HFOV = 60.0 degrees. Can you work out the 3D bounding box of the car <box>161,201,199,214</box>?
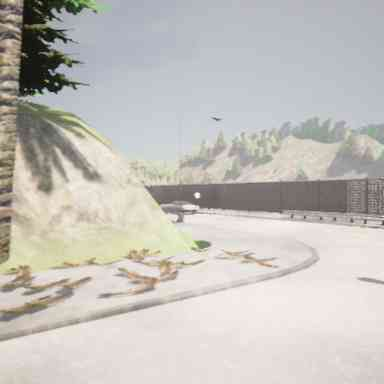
[{"bbox_3d":[-1.375,1.591,34.843,1.895,1.301,4.718,0,0,-36],"label":"car"}]
